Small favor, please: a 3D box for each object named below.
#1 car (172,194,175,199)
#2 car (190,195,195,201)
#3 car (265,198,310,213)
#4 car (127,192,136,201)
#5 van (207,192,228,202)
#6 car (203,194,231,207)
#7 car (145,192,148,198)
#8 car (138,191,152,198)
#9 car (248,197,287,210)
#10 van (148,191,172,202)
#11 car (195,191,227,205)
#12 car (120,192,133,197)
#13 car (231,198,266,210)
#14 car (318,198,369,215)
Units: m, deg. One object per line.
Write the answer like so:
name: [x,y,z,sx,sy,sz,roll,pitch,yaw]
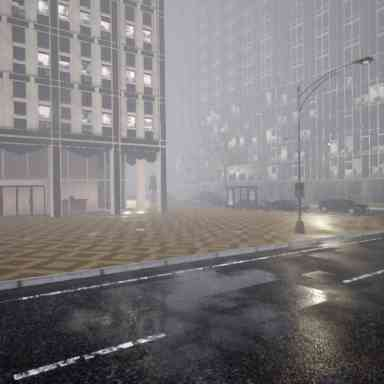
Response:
car: [-5.203,0.935,72.487,1.802,1.307,4.206,0,1,-34]
car: [1.223,1.042,63.110,1.802,1.307,4.206,-1,1,-34]
car: [10.270,1.423,34.860,1.947,1.339,4.313,-1,1,-34]
car: [-12.116,1.039,67.750,2.008,1.369,4.403,0,1,-34]
van: [4.436,0.854,58.419,1.690,1.788,3.998,-1,1,-34]
car: [3.906,1.318,44.281,1.947,1.339,4.313,-1,1,-34]
car: [-8.417,0.614,77.171,2.192,1.841,5.009,0,1,-34]
car: [-11.630,0.685,81.861,1.967,1.590,4.097,0,1,-34]
car: [9.269,1.362,41.118,1.895,1.301,4.718,-1,1,-34]
van: [-5.689,0.936,58.371,1.690,1.788,3.998,0,1,-34]
car: [3.253,0.886,49.897,2.150,2.045,5.566,-1,1,-35]
car: [-18.056,0.687,91.238,2.008,1.369,4.403,0,1,-34]
car: [7.070,1.387,39.561,1.802,1.307,4.206,-1,1,-34]
car: [14.877,1.356,32.913,1.837,1.490,4.892,-1,1,-34]
